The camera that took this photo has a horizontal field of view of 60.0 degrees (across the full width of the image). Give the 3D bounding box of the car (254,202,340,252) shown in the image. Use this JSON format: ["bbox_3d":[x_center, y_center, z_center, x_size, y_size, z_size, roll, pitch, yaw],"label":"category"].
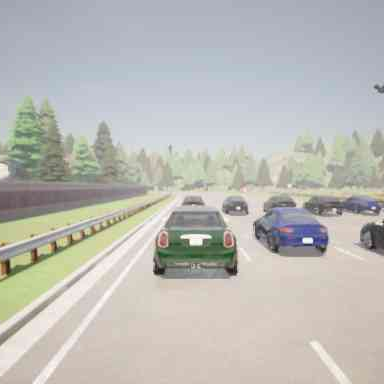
[{"bbox_3d":[3.601,1.307,12.638,1.812,1.442,4.674,0,1,0],"label":"car"}]

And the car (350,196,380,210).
[{"bbox_3d":[14.092,1.043,28.102,1.812,1.442,4.674,0,1,0],"label":"car"}]

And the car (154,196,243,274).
[{"bbox_3d":[0.097,1.176,10.069,2.097,1.767,4.553,0,1,0],"label":"car"}]

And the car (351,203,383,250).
[{"bbox_3d":[7.098,1.328,10.269,1.837,1.490,4.892,0,1,0],"label":"car"}]

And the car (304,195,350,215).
[{"bbox_3d":[10.603,1.038,27.146,1.837,1.490,4.892,0,1,0],"label":"car"}]

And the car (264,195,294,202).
[{"bbox_3d":[7.103,1.039,27.142,1.837,1.490,4.892,0,1,0],"label":"car"}]

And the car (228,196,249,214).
[{"bbox_3d":[3.604,1.043,28.090,1.812,1.442,4.674,0,1,0],"label":"car"}]
